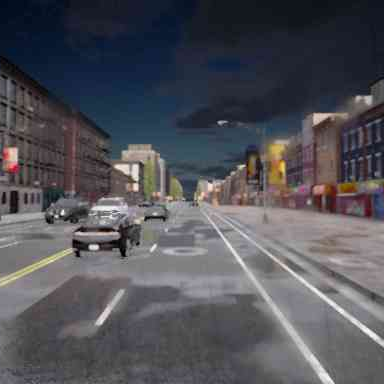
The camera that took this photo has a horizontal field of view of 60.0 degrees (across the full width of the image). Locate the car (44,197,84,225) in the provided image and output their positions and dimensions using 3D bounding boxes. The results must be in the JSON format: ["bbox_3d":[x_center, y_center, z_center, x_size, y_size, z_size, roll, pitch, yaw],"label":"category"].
[{"bbox_3d":[-9.833,1.465,26.927,2.150,2.045,5.566,0,-1,0],"label":"car"}]

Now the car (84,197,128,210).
[{"bbox_3d":[-6.584,1.465,26.925,2.150,2.045,5.566,0,-1,0],"label":"car"}]

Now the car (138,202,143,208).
[{"bbox_3d":[-9.711,2.686,67.368,1.895,1.301,4.718,0,-1,0],"label":"car"}]

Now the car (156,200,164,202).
[{"bbox_3d":[-6.466,2.445,67.450,2.097,1.767,4.553,0,-1,0],"label":"car"}]

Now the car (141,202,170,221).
[{"bbox_3d":[-3.134,1.857,30.237,1.994,1.385,4.181,0,-1,0],"label":"car"}]

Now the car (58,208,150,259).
[{"bbox_3d":[-3.143,1.583,13.098,2.128,1.511,4.902,0,0,0],"label":"car"}]
